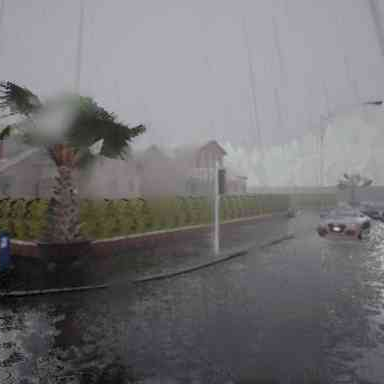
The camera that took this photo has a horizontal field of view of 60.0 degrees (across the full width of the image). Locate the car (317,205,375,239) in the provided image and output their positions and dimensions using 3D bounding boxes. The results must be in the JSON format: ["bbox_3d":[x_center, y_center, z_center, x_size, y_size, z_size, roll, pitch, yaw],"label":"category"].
[{"bbox_3d":[7.971,1.557,17.302,1.994,1.385,4.181,0,0,36],"label":"car"}]

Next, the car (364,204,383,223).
[{"bbox_3d":[14.039,1.594,25.749,1.895,1.301,4.718,0,0,36],"label":"car"}]
